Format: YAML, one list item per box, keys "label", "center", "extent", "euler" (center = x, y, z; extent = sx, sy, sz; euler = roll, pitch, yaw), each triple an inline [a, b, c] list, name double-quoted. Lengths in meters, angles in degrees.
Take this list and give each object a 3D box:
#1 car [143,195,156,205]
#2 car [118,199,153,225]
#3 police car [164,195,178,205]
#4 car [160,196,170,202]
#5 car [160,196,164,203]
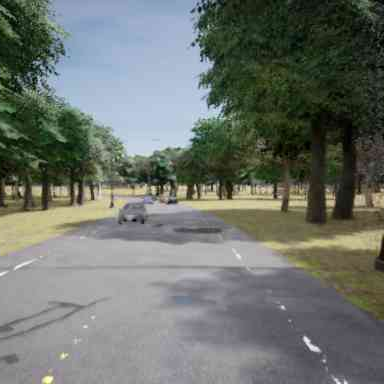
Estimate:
- label: "car"
  center: [-8.435, 1.668, 64.310]
  extent: [1.882, 1.535, 5.008]
  euler: [0, 0, -9]
- label: "car"
  center: [-4.301, 1.565, 24.726]
  extent: [2.128, 1.511, 4.902]
  euler: [0, 0, -3]
- label: "police car"
  center: [-3.786, 1.585, 64.105]
  extent: [1.930, 1.638, 5.238]
  euler: [-1, 0, -9]
- label: "car"
  center: [-6.536, 1.716, 79.868]
  extent: [1.812, 1.442, 4.674]
  euler: [-1, 0, -11]
- label: "car"
  center: [-5.424, 1.533, 73.899]
  extent: [2.097, 1.767, 4.553]
  euler: [-1, 0, -10]
